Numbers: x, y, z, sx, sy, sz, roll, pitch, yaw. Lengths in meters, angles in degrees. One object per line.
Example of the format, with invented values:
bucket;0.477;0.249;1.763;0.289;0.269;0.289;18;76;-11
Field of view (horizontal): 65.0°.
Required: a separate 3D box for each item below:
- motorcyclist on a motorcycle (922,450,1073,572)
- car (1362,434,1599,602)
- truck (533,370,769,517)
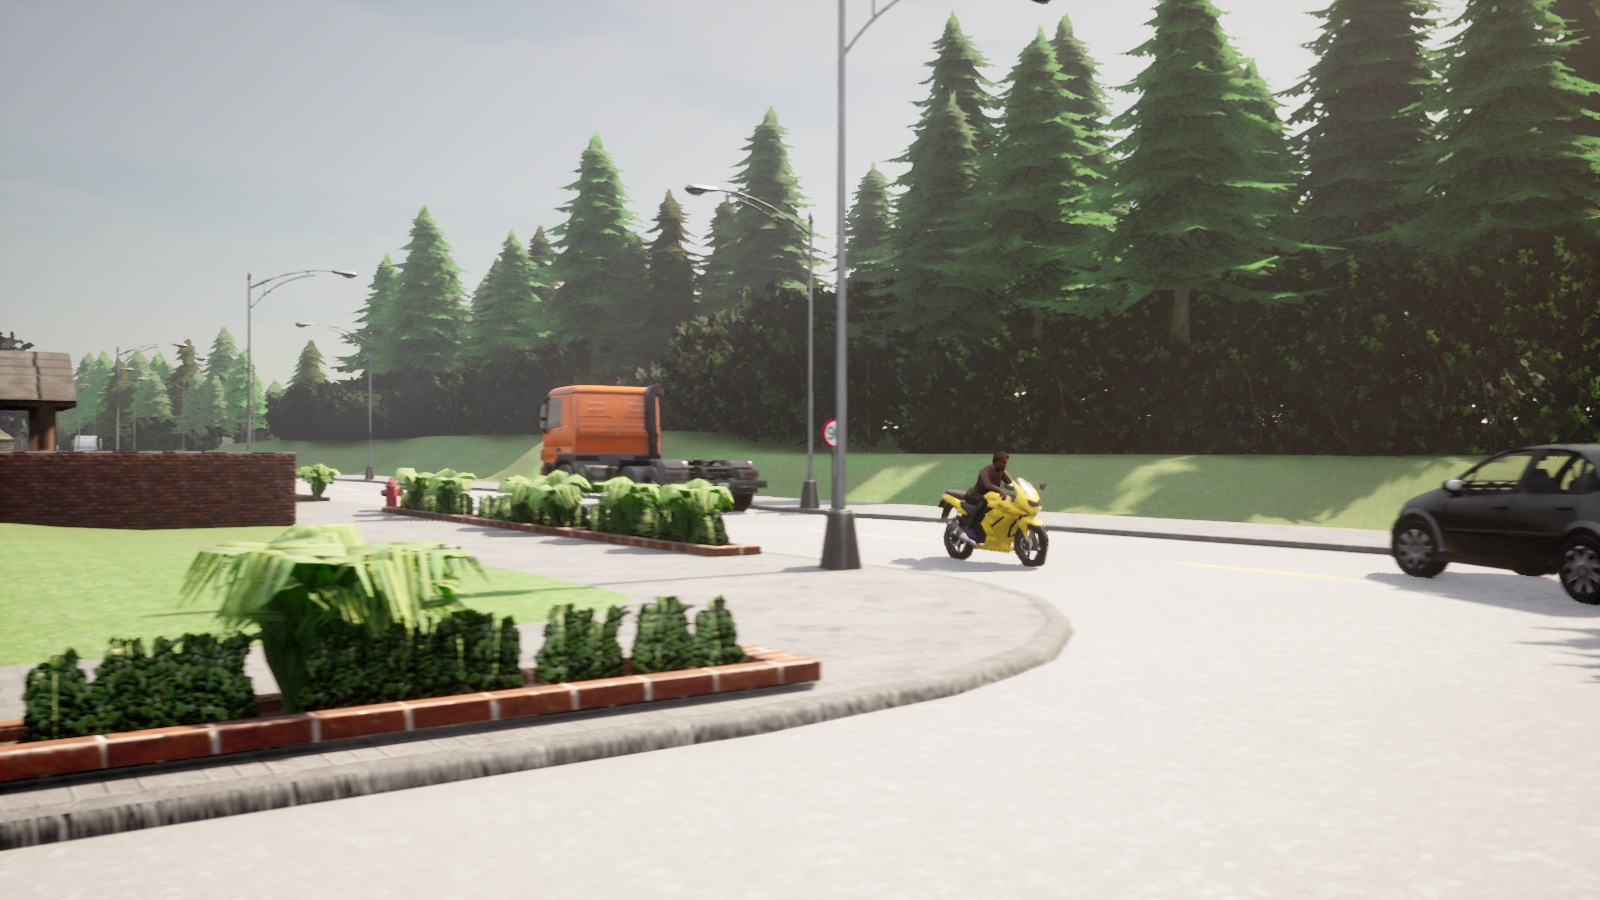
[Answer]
motorcyclist on a motorcycle;2.593;0.763;16.753;0.797;1.523;2.044;0;0;-35
car;8.358;0.662;14.106;1.851;1.617;3.988;0;0;-9
truck;-4.215;-0.145;33.597;2.891;3.462;7.936;0;0;-35
